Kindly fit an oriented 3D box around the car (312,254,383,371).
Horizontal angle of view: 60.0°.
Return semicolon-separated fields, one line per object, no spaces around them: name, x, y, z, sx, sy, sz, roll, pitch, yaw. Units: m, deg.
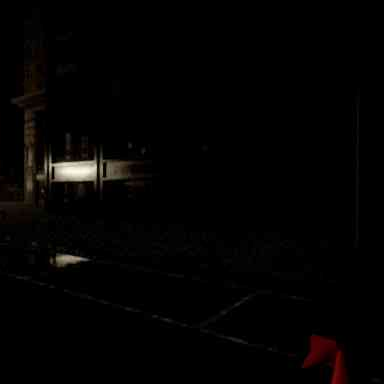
car;4.161;1.317;4.005;5.009;1.841;2.192;0;0;35

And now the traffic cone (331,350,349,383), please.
traffic cone;1.550;1.955;3.474;0.340;0.580;0.340;0;0;35
